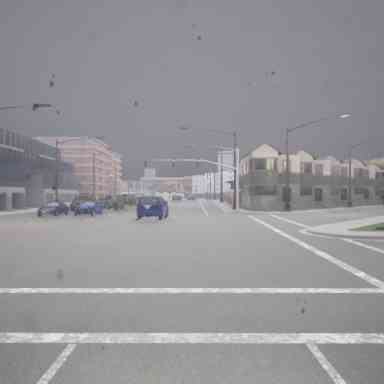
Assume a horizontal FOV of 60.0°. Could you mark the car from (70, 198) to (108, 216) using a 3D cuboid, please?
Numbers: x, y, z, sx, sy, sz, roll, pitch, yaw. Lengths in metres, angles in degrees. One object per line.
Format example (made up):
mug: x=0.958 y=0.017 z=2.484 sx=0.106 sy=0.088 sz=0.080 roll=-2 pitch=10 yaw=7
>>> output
car: x=-10.660 y=1.671 z=34.685 sx=1.882 sy=1.535 sz=5.008 roll=0 pitch=0 yaw=0

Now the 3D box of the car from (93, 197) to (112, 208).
car: x=-14.176 y=1.641 z=53.116 sx=1.812 sy=1.442 sz=4.674 roll=0 pitch=1 yaw=0

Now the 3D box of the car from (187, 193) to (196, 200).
car: x=-0.148 y=1.139 z=87.819 sx=2.097 sy=1.767 sz=4.553 roll=0 pitch=-2 yaw=0

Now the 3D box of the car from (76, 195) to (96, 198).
car: x=-14.169 y=1.428 z=43.819 sx=2.150 sy=2.045 sz=5.566 roll=0 pitch=0 yaw=0

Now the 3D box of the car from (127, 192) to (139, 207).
car: x=-10.677 y=1.307 z=54.963 sx=2.150 sy=2.045 sz=5.566 roll=0 pitch=1 yaw=0

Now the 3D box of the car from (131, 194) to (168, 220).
car: x=-3.490 y=1.405 z=29.875 sx=2.150 sy=2.045 sz=5.566 roll=0 pitch=0 yaw=3

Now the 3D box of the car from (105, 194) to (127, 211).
car: x=-10.665 y=1.421 z=44.617 sx=2.150 sy=2.045 sz=5.566 roll=0 pitch=1 yaw=1

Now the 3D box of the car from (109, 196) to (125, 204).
car: x=-14.143 y=1.500 z=62.940 sx=1.994 sy=1.385 sz=4.181 roll=0 pitch=1 yaw=1

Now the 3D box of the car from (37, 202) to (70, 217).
car: x=-14.161 y=1.718 z=34.248 sx=1.812 sy=1.442 sz=4.674 roll=0 pitch=0 yaw=0

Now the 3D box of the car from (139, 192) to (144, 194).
car: x=-10.641 y=1.115 z=65.679 sx=2.150 sy=2.045 sz=5.566 roll=0 pitch=1 yaw=0

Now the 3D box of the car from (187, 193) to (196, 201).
car: x=-0.131 y=1.420 z=77.859 sx=1.895 sy=1.301 sz=4.718 roll=0 pitch=-1 yaw=0

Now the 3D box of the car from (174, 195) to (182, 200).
car: x=-3.648 y=1.379 z=87.866 sx=1.895 sy=1.301 sz=4.718 roll=0 pitch=-2 yaw=0

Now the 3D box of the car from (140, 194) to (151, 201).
car: x=-10.628 y=1.299 z=75.944 sx=1.882 sy=1.535 sz=5.008 roll=0 pitch=0 yaw=0

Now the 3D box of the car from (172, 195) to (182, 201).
car: x=-3.630 y=1.345 z=77.408 sx=2.128 sy=1.511 sz=4.902 roll=0 pitch=-1 yaw=0

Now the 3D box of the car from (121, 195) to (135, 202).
car: x=-14.124 y=1.364 z=73.439 sx=2.033 sy=1.411 sz=5.357 roll=0 pitch=0 yaw=0
